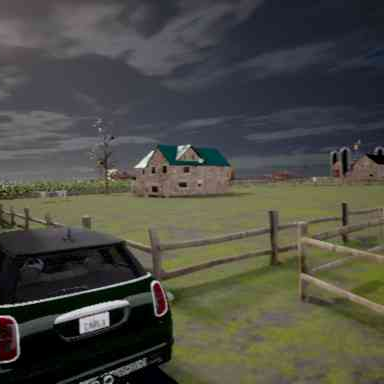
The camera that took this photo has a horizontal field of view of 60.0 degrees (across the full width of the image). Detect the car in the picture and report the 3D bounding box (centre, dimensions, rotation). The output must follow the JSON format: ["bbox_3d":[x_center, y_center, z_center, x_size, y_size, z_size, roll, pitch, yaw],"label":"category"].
[{"bbox_3d":[-2.253,1.309,4.959,2.097,1.767,4.553,-2,1,-38],"label":"car"}]
